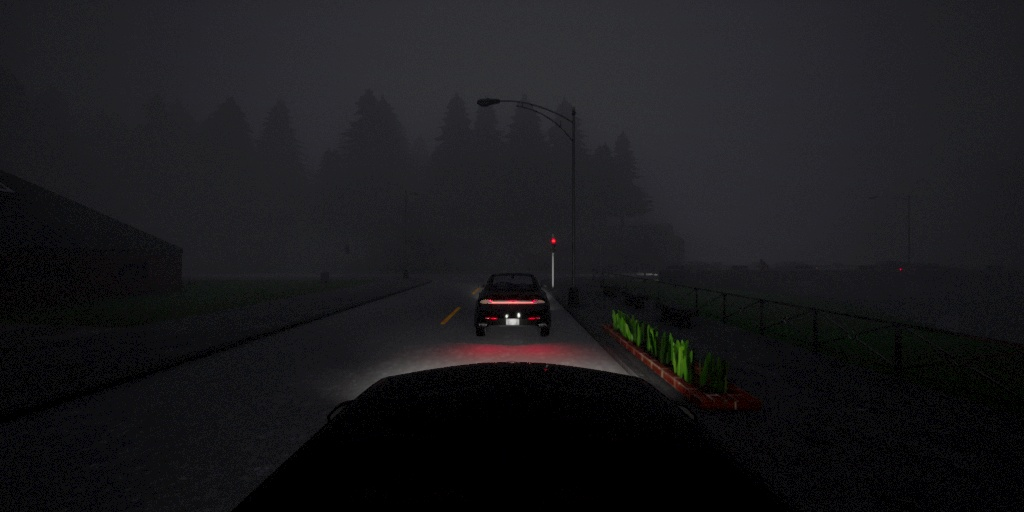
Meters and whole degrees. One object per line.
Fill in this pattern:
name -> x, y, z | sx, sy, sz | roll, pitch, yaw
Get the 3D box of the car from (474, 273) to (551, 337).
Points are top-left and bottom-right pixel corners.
car -> 0.021, 1.240, 10.328 | 2.128, 1.511, 4.902 | 0, 0, 0

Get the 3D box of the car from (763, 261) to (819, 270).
car -> 29.869, 1.291, 38.723 | 5.357, 1.411, 2.033 | 0, 0, 0

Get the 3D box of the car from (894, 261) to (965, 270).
car -> 40.455, 1.345, 34.598 | 4.718, 1.301, 1.895 | 0, 0, 0

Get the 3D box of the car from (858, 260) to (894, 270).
car -> 40.337, 1.222, 38.676 | 5.008, 1.535, 1.882 | 0, 0, 0

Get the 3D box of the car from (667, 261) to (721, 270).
car -> 19.570, 1.291, 38.749 | 5.357, 1.411, 2.033 | 0, 0, 0

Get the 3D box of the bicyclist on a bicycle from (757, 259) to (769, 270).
bicyclist on a bicycle -> 21.215, 1.094, 30.347 | 0.582, 1.620, 1.656 | 0, 0, 0
